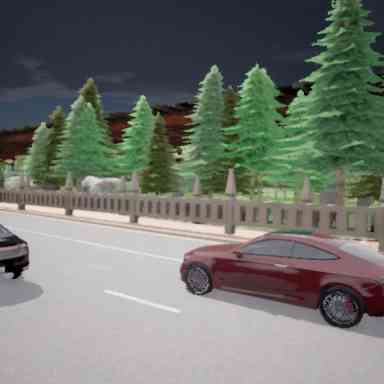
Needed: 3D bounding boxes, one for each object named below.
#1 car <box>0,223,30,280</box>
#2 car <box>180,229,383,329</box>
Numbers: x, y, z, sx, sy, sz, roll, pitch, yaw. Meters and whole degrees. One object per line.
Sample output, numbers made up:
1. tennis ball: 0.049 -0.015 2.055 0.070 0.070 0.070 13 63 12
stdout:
1. car: -5.958 1.331 8.247 4.902 1.511 2.128 2 1 36
2. car: 1.908 1.519 6.930 4.674 1.442 1.812 1 0 36
